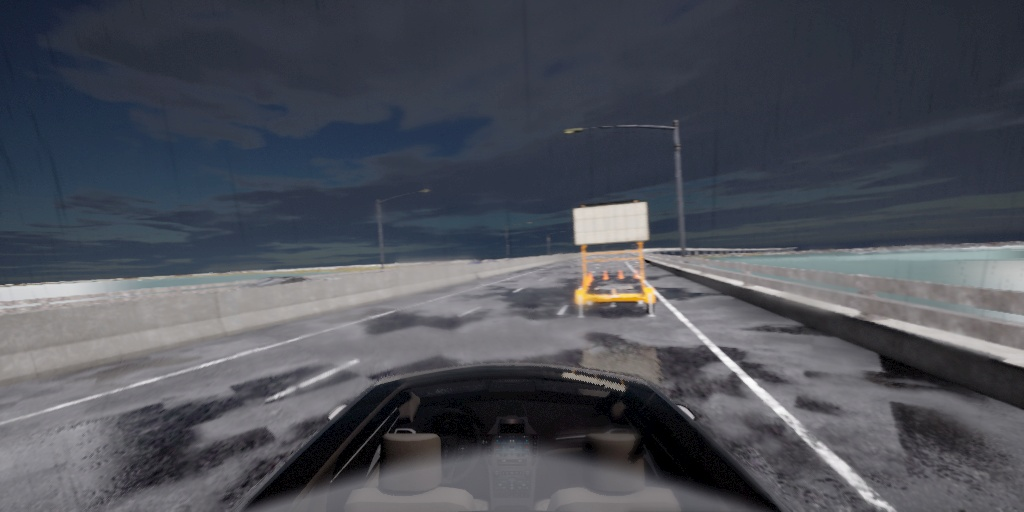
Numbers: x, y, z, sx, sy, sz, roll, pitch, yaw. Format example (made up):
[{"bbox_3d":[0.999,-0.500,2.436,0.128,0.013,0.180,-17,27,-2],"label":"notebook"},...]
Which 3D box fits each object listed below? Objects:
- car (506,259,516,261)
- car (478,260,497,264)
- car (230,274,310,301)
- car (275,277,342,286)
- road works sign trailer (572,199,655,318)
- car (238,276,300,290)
[{"bbox_3d":[-0.332,1.220,62.857,2.128,1.511,4.902,-3,0,17],"label":"car"},{"bbox_3d":[-3.598,1.448,64.088,2.033,1.411,5.357,-3,0,16],"label":"car"},{"bbox_3d":[-17.928,2.312,26.906,1.837,1.490,4.892,-3,0,16],"label":"car"},{"bbox_3d":[-11.869,2.046,22.613,1.895,1.301,4.718,-3,0,16],"label":"car"},{"bbox_3d":[3.438,-0.001,11.957,2.380,3.560,2.880,0,0,15],"label":"road works sign trailer"},{"bbox_3d":[-15.189,2.149,23.735,1.837,1.490,4.892,-3,0,16],"label":"car"}]
